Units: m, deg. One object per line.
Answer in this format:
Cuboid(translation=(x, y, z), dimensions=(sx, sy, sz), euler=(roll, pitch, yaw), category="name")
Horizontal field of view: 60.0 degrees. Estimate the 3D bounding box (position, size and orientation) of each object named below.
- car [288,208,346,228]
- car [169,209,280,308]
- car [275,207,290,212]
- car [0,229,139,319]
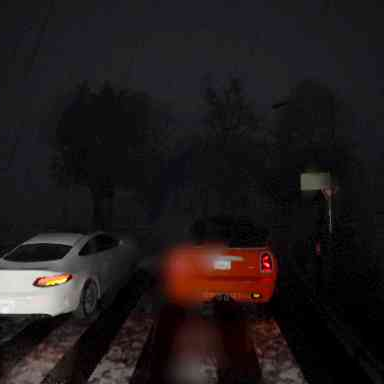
Cuboid(translation=(10.107, 2.051, 26.241), dimensions=(4.181, 1.385, 1.994), euler=(-1, -4, -27), category="car")
Cuboid(translation=(0.826, 1.332, 8.115), dimensions=(2.097, 1.767, 4.553), euler=(-1, 0, 7), category="car")
Cuboid(translation=(19.017, 3.867, 71.128), dimensions=(4.902, 1.511, 2.128), euler=(-4, -6, 41), category="car")
Cuboid(translation=(-2.568, 1.541, 7.337), dimensions=(1.812, 1.442, 4.674), euler=(-1, 0, 6), category="car")
